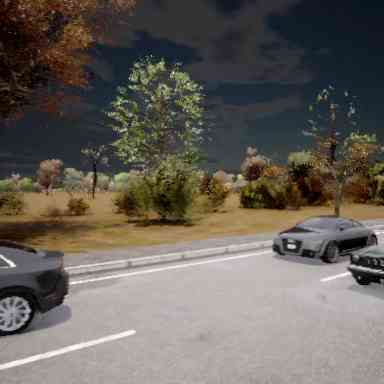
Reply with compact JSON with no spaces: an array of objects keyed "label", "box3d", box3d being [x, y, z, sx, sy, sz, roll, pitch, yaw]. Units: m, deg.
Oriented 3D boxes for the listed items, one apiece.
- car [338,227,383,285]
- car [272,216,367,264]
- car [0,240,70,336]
[{"label":"car","box3d":[5.899,1.601,8.332,4.718,1.301,1.895,0,0,-37]},{"label":"car","box3d":[4.811,1.563,11.891,4.181,1.385,1.994,0,0,-36]},{"label":"car","box3d":[-4.475,1.509,5.127,4.892,1.490,1.837,1,0,-36]}]
